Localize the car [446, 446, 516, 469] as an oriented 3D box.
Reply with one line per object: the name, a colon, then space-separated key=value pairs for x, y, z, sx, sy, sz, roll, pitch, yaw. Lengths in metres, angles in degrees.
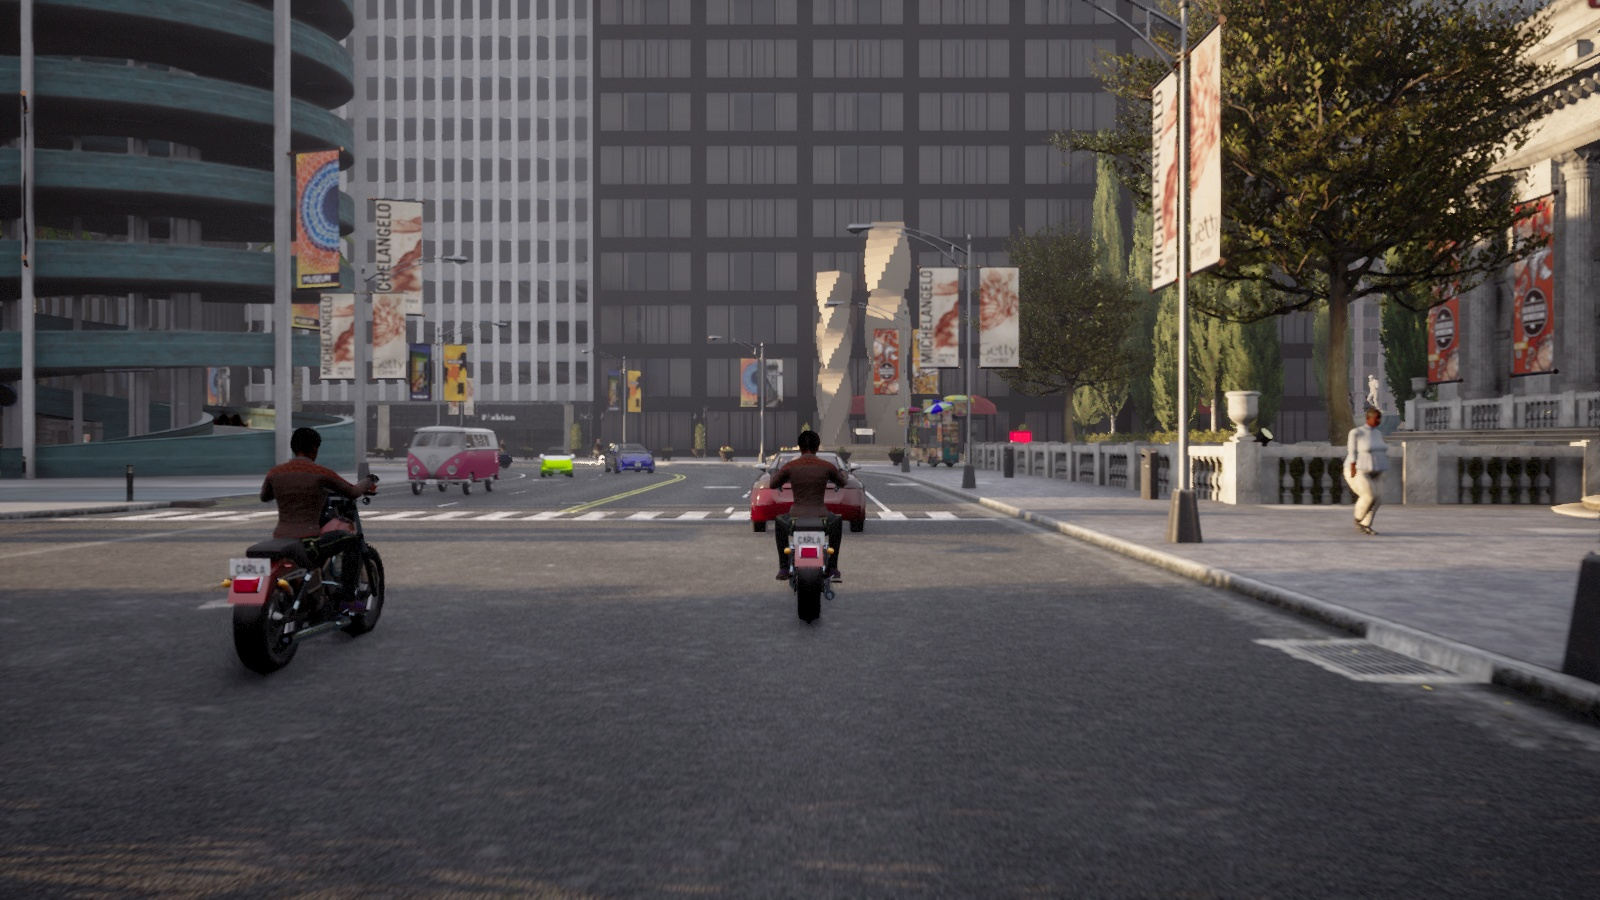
car: x=-18.655 y=0.415 z=73.305 sx=1.895 sy=1.301 sz=4.718 roll=0 pitch=0 yaw=-43

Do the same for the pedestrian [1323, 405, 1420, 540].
pedestrian: x=8.116 y=0.308 z=17.855 sx=0.874 sy=1.855 sz=0.900 roll=0 pitch=0 yaw=-17

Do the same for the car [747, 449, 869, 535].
car: x=0.144 y=0.682 z=22.624 sx=1.994 sy=1.385 sz=4.181 roll=0 pitch=0 yaw=0

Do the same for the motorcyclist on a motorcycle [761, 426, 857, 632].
motorcyclist on a motorcycle: x=0.080 y=0.633 z=11.274 sx=0.766 sy=1.649 sz=2.350 roll=0 pitch=0 yaw=0

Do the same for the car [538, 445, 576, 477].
car: x=-10.576 y=0.482 z=54.735 sx=1.481 sy=1.376 sz=2.207 roll=0 pitch=0 yaw=-8

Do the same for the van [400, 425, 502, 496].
van: x=-10.277 y=0.279 z=37.263 sx=1.775 sy=1.987 sz=4.442 roll=0 pitch=0 yaw=0

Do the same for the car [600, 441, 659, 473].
car: x=-8.444 y=0.335 z=61.905 sx=2.007 sy=1.525 sz=4.514 roll=0 pitch=0 yaw=-19

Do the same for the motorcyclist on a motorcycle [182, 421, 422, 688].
motorcyclist on a motorcycle: x=-3.434 y=0.643 z=8.947 sx=0.766 sy=1.649 sz=2.350 roll=0 pitch=0 yaw=0
